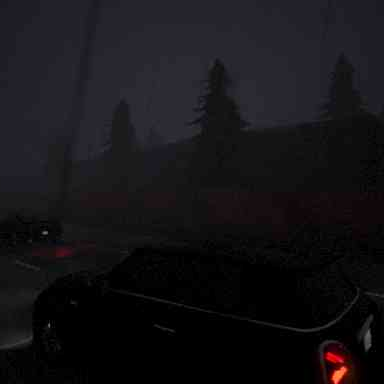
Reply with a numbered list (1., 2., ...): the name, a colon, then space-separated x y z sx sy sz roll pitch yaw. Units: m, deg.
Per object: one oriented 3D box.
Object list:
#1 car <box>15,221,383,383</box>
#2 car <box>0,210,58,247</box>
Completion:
1. car: -0.095 1.385 4.308 4.553 1.767 2.097 -1 -1 37
2. car: -8.070 1.635 16.155 1.882 1.535 5.008 0 -1 -44
